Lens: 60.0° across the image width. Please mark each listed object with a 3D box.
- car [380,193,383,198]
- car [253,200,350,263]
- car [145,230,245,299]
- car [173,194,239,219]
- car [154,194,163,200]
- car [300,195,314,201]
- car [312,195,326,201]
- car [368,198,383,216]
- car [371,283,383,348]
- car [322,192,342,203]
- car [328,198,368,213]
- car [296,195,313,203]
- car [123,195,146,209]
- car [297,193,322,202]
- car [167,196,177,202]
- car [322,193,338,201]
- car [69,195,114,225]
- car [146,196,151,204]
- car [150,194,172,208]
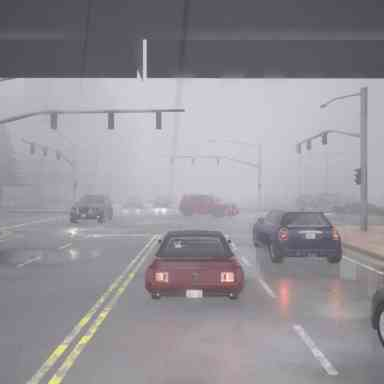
[{"bbox_3d":[39.086,1.153,65.764,1.932,1.855,4.605,0,0,0],"label":"car"},{"bbox_3d":[3.580,1.352,12.150,2.097,1.767,4.553,0,0,0],"label":"car"},{"bbox_3d":[0.066,1.601,8.384,1.895,1.301,4.718,0,0,0],"label":"car"},{"bbox_3d":[1.369,1.221,29.454,5.566,2.045,2.150,0,1,37],"label":"car"},{"bbox_3d":[-8.125,1.139,81.252,1.812,1.442,4.674,0,0,0],"label":"car"},{"bbox_3d":[27.911,1.395,80.742,1.970,1.475,3.806,0,0,0],"label":"car"},{"bbox_3d":[30.806,1.364,80.750,1.784,1.438,3.905,0,0,0],"label":"car"},{"bbox_3d":[19.253,1.505,30.430,4.892,1.490,1.837,0,0,1],"label":"car"},{"bbox_3d":[3.600,1.505,3.062,1.837,1.490,4.892,0,0,0],"label":"car"},{"bbox_3d":[19.536,1.156,48.148,1.905,1.878,3.866,0,0,0],"label":"car"},{"bbox_3d":[16.667,1.564,33.962,4.181,1.385,1.994,0,0,1],"label":"car"},{"bbox_3d":[22.189,1.395,65.623,1.970,1.475,3.806,0,0,0],"label":"car"},{"bbox_3d":[-8.004,1.353,45.631,2.097,1.767,4.553,0,0,0],"label":"car"},{"bbox_3d":[16.642,1.153,48.193,1.932,1.855,4.605,0,0,0],"label":"car"},{"bbox_3d":[-4.598,1.591,77.261,1.895,1.301,4.718,0,0,0],"label":"car"},{"bbox_3d":[33.489,1.153,80.809,1.932,1.855,4.605,0,0,0],"label":"car"},{"bbox_3d":[-7.278,1.222,24.707,2.150,2.045,5.566,0,0,-2],"label":"car"},{"bbox_3d":[-8.057,1.477,65.802,1.882,1.535,5.008,0,0,0],"label":"car"},{"bbox_3d":[-4.513,1.491,49.585,2.128,1.511,4.902,0,0,0],"label":"car"}]
